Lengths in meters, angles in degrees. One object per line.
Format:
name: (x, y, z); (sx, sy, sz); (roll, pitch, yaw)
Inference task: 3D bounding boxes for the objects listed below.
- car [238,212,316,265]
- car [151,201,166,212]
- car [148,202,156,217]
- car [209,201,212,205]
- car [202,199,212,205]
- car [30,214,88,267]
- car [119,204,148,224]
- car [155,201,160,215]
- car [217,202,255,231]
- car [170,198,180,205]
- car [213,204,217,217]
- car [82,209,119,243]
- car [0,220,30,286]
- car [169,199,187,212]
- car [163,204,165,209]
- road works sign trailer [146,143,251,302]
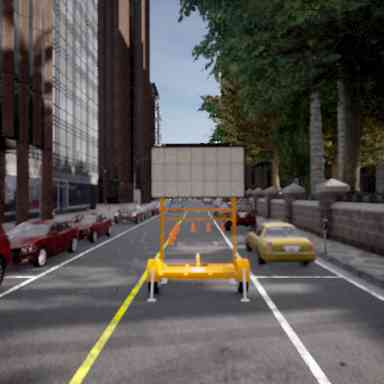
car: (2.972, 1.656, 12.089); (1.752, 1.417, 4.829); (0, -1, 1)
car: (-4.983, 2.153, 50.064); (1.752, 1.417, 4.829); (0, -1, 1)
car: (-5.227, 1.981, 33.866); (2.008, 1.369, 4.403); (0, -1, 1)
car: (3.380, 2.024, 39.196); (1.947, 1.339, 4.313); (0, -1, 1)
car: (4.024, 2.428, 82.072); (1.967, 1.590, 4.097); (0, -1, 1)
car: (-5.555, 1.712, 12.042); (1.887, 1.381, 4.507); (0, -1, 1)
car: (-5.309, 1.805, 28.411); (1.967, 1.590, 4.097); (0, -1, 1)
car: (-5.145, 2.042, 39.322); (1.887, 1.381, 4.507); (0, -1, 1)
car: (3.132, 1.575, 22.833); (2.192, 1.841, 5.009); (0, -1, 1)
car: (-4.419, 2.410, 87.638); (2.192, 1.841, 5.009); (0, -1, 1)
car: (3.300, 1.919, 33.911); (1.752, 1.417, 4.829); (0, -1, 1)
car: (-5.473, 1.778, 17.498); (1.887, 1.381, 4.507); (0, -1, 1)
car: (-5.638, 1.418, 6.589); (2.192, 1.841, 5.009); (0, -1, 1)
car: (-2.250, 2.137, 47.869); (2.033, 1.411, 5.357); (0, -1, 1)
car: (-5.063, 2.003, 44.780); (1.967, 1.590, 4.097); (0, -1, 1)
road works sign trailer: (0.151, 0.565, 8.521); (2.380, 3.560, 2.880); (0, -1, 1)
